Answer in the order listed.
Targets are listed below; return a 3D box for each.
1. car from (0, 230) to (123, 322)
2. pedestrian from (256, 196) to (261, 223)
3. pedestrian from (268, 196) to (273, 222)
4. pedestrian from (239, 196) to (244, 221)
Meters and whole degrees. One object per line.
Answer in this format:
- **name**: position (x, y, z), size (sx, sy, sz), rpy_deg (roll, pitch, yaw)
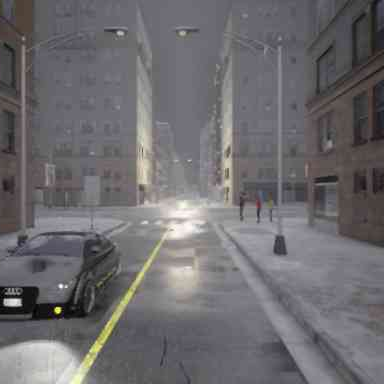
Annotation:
- **car**: position (-2.844, 1.571, 7.281), size (1.994, 1.385, 4.181), rpy_deg (0, 0, 0)
- **pedestrian**: position (4.503, 1.163, 22.664), size (0.375, 1.860, 0.375), rpy_deg (0, 0, 0)
- **pedestrian**: position (5.502, 1.164, 23.264), size (0.375, 1.860, 0.375), rpy_deg (0, 0, 0)
- **pedestrian**: position (3.502, 1.164, 23.864), size (0.375, 1.860, 0.375), rpy_deg (0, 0, 0)
